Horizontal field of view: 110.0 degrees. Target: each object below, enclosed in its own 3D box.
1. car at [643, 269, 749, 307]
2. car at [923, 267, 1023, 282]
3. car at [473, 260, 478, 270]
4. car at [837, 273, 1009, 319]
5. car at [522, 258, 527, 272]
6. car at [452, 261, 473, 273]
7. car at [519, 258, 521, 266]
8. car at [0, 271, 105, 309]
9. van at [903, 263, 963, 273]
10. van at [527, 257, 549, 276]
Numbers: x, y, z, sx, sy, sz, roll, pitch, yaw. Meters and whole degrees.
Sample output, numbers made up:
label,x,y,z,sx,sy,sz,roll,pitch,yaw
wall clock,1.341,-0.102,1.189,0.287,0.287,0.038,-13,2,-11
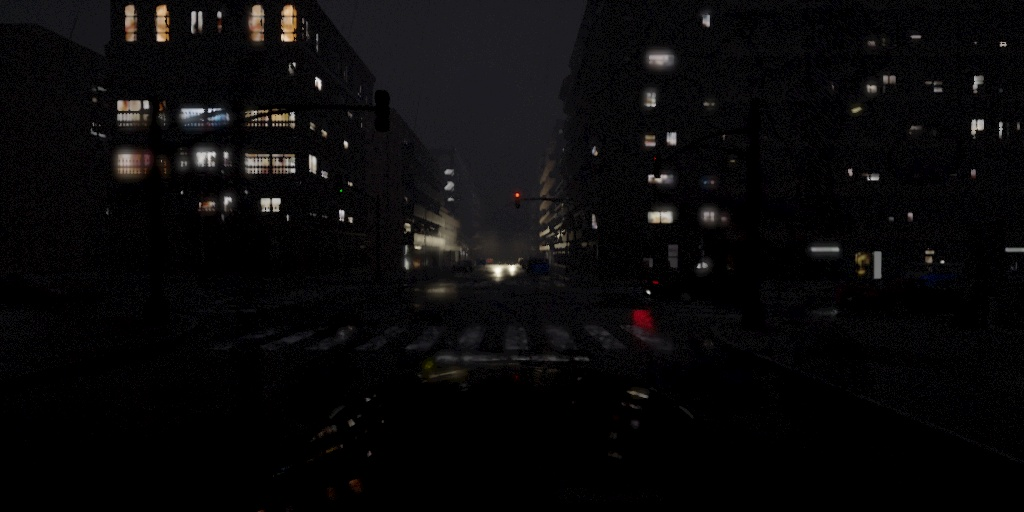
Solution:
label,x,y,z,sx,sy,sz,roll,pitch,yaw
car,8.231,1.333,15.732,4.892,1.490,1.837,1,-2,-10
car,25.316,1.511,19.021,4.674,1.442,1.812,1,1,0
car,-5.921,1.272,47.035,1.948,1.339,4.313,0,0,0
car,14.690,1.478,13.229,4.507,1.381,1.888,0,0,0
car,2.656,1.021,41.479,2.192,1.841,5.009,0,0,0
car,-5.910,1.288,41.513,1.802,1.307,4.207,0,0,0
car,2.584,1.152,58.040,1.967,1.591,4.097,0,0,0
car,-17.763,1.194,13.228,4.207,1.307,1.802,0,0,0
van,26.060,1.307,21.599,3.998,1.789,1.690,0,0,0
van,2.755,1.048,35.982,1.690,1.789,3.998,0,0,0
